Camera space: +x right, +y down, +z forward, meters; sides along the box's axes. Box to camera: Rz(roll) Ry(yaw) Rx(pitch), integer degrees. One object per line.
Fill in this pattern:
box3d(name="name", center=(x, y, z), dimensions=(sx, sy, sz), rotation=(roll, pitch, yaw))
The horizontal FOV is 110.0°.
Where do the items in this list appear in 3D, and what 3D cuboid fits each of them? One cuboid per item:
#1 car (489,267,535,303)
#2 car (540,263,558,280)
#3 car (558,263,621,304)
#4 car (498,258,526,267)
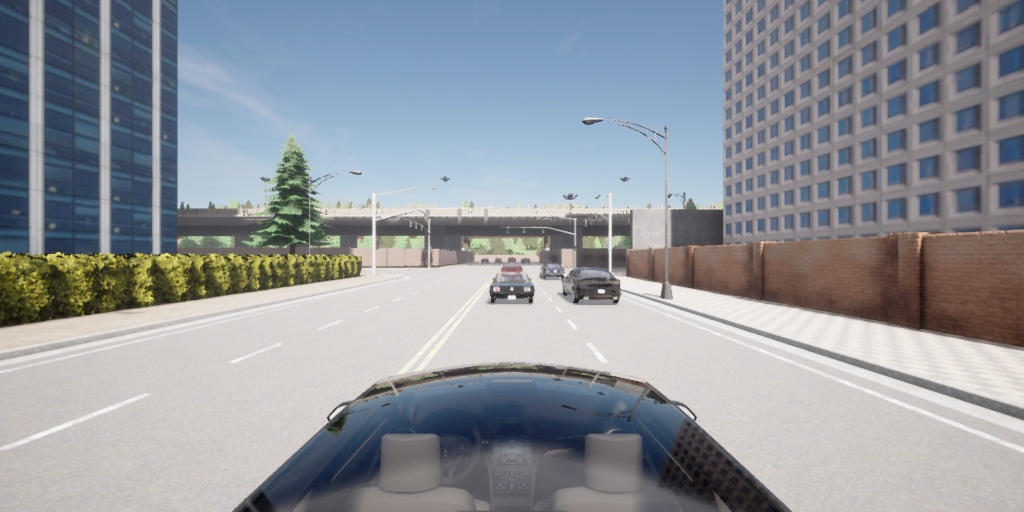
box3d(name="car", center=(0.000, 1.364, 16.530), dimensions=(1.895, 1.301, 4.718), rotation=(0, 0, 0))
box3d(name="car", center=(3.500, 1.311, 31.500), dimensions=(2.033, 1.411, 5.357), rotation=(0, 0, 0))
box3d(name="car", center=(3.500, 1.233, 16.500), dimensions=(1.882, 1.535, 5.008), rotation=(0, 0, 0))
box3d(name="car", center=(0.000, 1.233, 31.500), dimensions=(1.882, 1.535, 5.008), rotation=(0, 0, 0))
